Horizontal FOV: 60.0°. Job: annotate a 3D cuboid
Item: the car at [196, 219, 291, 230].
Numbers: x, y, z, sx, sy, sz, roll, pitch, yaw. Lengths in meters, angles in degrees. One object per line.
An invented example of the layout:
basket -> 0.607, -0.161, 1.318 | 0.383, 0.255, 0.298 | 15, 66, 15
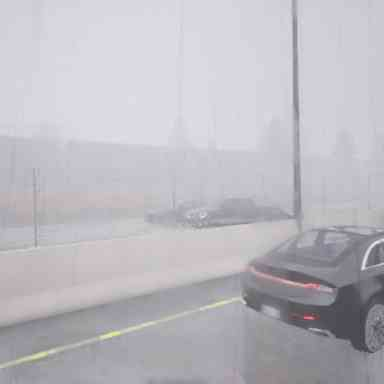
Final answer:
car -> 2.743, 1.355, 14.556 | 4.718, 1.301, 1.895 | -2, 1, -36

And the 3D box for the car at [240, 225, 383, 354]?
car -> 3.044, 1.356, 5.927 | 4.902, 1.511, 2.128 | -2, 1, -35
